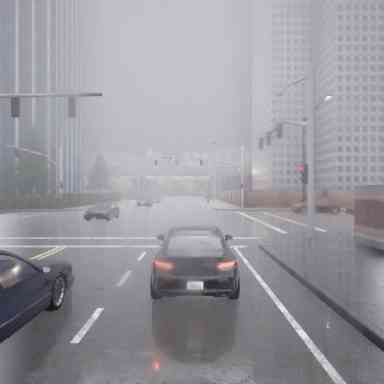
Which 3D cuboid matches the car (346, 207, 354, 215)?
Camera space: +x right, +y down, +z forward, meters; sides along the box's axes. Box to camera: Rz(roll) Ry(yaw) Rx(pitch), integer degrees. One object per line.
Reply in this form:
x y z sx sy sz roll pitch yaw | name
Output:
16.856 1.547 29.994 5.357 1.411 2.033 0 0 0 | car

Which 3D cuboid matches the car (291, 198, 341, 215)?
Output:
12.383 1.352 33.512 4.553 1.767 2.097 0 0 0 | car

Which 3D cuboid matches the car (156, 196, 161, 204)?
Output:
-7.100 1.489 64.521 2.128 1.511 4.902 0 0 1 | car

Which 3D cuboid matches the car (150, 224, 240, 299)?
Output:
0.070 1.526 8.309 1.812 1.442 4.674 0 0 0 | car

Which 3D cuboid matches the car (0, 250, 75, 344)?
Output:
-3.445 1.547 4.713 2.033 1.411 5.357 0 0 1 | car

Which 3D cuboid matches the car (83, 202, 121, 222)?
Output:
-7.125 1.547 26.971 2.033 1.411 5.357 0 0 0 | car

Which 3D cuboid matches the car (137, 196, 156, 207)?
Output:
-7.140 1.491 50.263 2.128 1.511 4.902 0 0 0 | car
